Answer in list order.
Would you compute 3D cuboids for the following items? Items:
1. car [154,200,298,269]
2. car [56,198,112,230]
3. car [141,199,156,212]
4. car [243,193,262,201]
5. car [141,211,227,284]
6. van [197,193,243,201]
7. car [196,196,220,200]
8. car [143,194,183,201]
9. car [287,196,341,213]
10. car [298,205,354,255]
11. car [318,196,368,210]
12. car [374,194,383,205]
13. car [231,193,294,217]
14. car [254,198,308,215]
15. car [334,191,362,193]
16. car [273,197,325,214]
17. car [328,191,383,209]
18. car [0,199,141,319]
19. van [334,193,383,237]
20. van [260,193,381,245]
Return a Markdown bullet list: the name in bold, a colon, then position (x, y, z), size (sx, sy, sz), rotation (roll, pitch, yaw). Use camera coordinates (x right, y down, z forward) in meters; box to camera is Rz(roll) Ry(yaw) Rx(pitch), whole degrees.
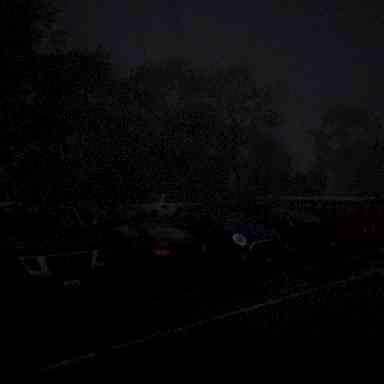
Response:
- **car**: position (0.885, 1.319, 11.211), size (2.185, 1.767, 4.553), rotation (0, 0, -36)
- **car**: position (-7.099, 1.322, 21.581), size (2.185, 1.767, 4.553), rotation (0, 0, -36)
- **car**: position (-4.806, 1.464, 23.149), size (2.163, 1.488, 4.792), rotation (0, 0, -36)
- **car**: position (4.186, 1.132, 29.659), size (2.435, 2.045, 5.566), rotation (0, 0, -36)
- **car**: position (-1.374, 1.497, 9.552), size (2.002, 1.452, 4.674), rotation (0, 0, -36)
- **van**: position (1.878, 1.170, 28.114), size (1.878, 1.987, 4.442), rotation (0, 0, -36)
- **car**: position (-0.417, 1.406, 26.556), size (1.946, 1.575, 5.366), rotation (0, 0, -36)
- **car**: position (-2.584, 1.170, 24.811), size (2.435, 2.045, 5.566), rotation (0, 0, -36)
- **car**: position (13.127, 1.292, 36.252), size (1.946, 1.575, 5.366), rotation (-1, 0, -36)
- **car**: position (3.186, 1.432, 12.813), size (2.231, 1.521, 4.892), rotation (0, 0, -36)
- **car**: position (17.754, 1.234, 39.331), size (2.231, 1.521, 4.892), rotation (-1, 1, -36)
- **car**: position (29.016, 1.090, 47.438), size (2.163, 1.488, 4.792), rotation (-1, 1, -36)
- **car**: position (6.477, 1.114, 31.229), size (2.435, 2.045, 5.566), rotation (0, 0, -36)
- **car**: position (8.702, 1.375, 32.892), size (2.163, 1.488, 4.792), rotation (0, 0, -36)
- **car**: position (10.036, 1.141, 17.691), size (2.435, 2.045, 5.566), rotation (0, 0, -36)
- **car**: position (10.998, 1.354, 34.465), size (2.163, 1.488, 4.792), rotation (-1, 0, -36)
- **car**: position (20.020, 0.947, 40.926), size (2.435, 2.045, 5.566), rotation (-1, 1, -36)
- **car**: position (-3.639, 1.219, 7.898), size (2.435, 2.045, 5.566), rotation (0, 0, -36)
- **van**: position (7.672, 1.180, 16.176), size (1.878, 1.987, 4.442), rotation (0, 0, -36)
- **van**: position (5.393, 1.192, 14.544), size (1.878, 1.987, 4.442), rotation (0, 0, -36)
